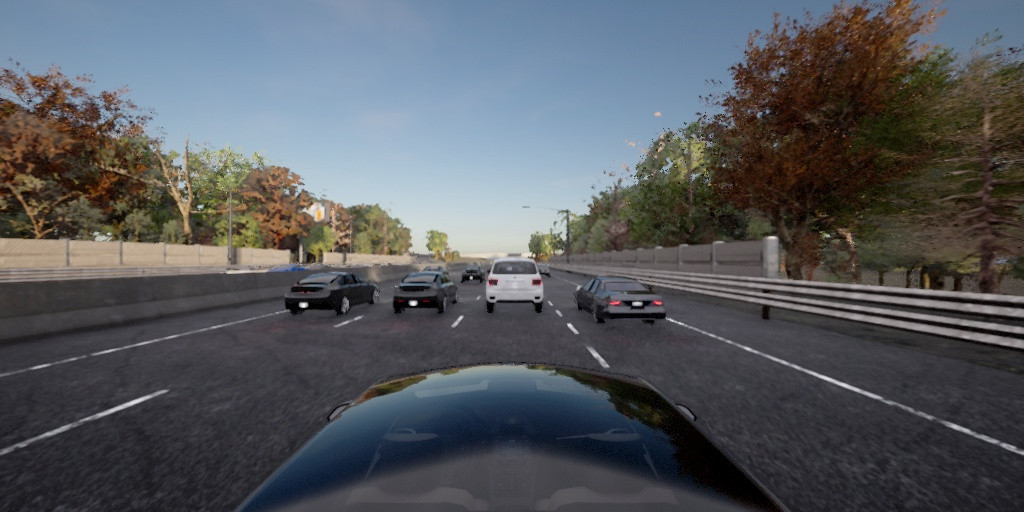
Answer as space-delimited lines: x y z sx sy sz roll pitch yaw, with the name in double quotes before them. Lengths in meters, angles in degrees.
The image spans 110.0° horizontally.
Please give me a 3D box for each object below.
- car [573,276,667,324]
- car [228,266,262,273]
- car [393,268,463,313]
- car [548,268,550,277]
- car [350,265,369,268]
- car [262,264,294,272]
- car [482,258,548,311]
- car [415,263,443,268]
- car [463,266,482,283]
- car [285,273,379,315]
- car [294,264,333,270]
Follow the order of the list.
"car" 3.465 1.411 12.500 2.033 1.411 5.357 0 -1 0
"car" -28.092 1.780 38.640 1.895 1.301 4.718 0 -1 0
"car" -3.401 1.404 14.779 1.837 1.490 4.892 0 -1 0
"car" 3.498 1.771 43.147 2.033 1.411 5.357 0 -1 0
"car" -17.593 1.758 41.294 2.033 1.411 5.357 0 -1 0
"car" -24.589 1.668 39.554 1.882 1.535 5.008 0 -1 0
"car" 0.088 1.128 15.392 2.150 2.045 5.566 0 -1 0
"car" -6.899 1.597 32.398 2.128 1.511 4.902 0 -1 0
"car" -3.400 1.610 32.444 1.837 1.490 4.892 0 -1 0
"car" -6.900 1.398 14.295 1.837 1.490 4.892 0 -1 0
"car" -21.091 1.690 39.145 1.837 1.490 4.892 0 -1 0
